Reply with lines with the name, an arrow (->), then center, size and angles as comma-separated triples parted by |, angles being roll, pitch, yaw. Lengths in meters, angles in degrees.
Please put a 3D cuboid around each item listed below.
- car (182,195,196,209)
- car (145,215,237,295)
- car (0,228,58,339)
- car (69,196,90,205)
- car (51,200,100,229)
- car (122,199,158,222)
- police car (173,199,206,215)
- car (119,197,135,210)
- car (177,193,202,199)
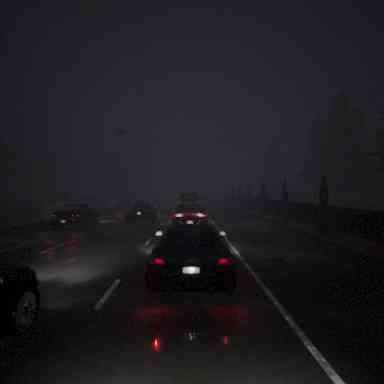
car -> -0.420, 1.248, 43.677 | 1.801, 1.575, 5.366 | 0, 0, -1
car -> -0.025, 1.522, 8.645 | 1.994, 1.385, 4.181 | 0, 0, 0
car -> -3.474, 1.473, 3.694 | 2.128, 1.511, 4.902 | 0, 0, 0
car -> -18.221, 1.304, 54.079 | 1.994, 1.385, 4.181 | 0, 0, 0
car -> -7.140, 1.426, 20.641 | 1.812, 1.442, 4.674 | 0, 0, -1
car -> -3.693, 1.443, 24.998 | 1.994, 1.385, 4.181 | 0, 0, -1
police car -> -0.133, 1.409, 19.759 | 2.038, 1.542, 4.974 | 0, 0, -1
car -> -7.369, 1.339, 39.134 | 1.812, 1.442, 4.674 | 0, 0, -1
car -> -0.275, 1.072, 31.656 | 2.150, 2.045, 5.566 | 0, 1, -1
